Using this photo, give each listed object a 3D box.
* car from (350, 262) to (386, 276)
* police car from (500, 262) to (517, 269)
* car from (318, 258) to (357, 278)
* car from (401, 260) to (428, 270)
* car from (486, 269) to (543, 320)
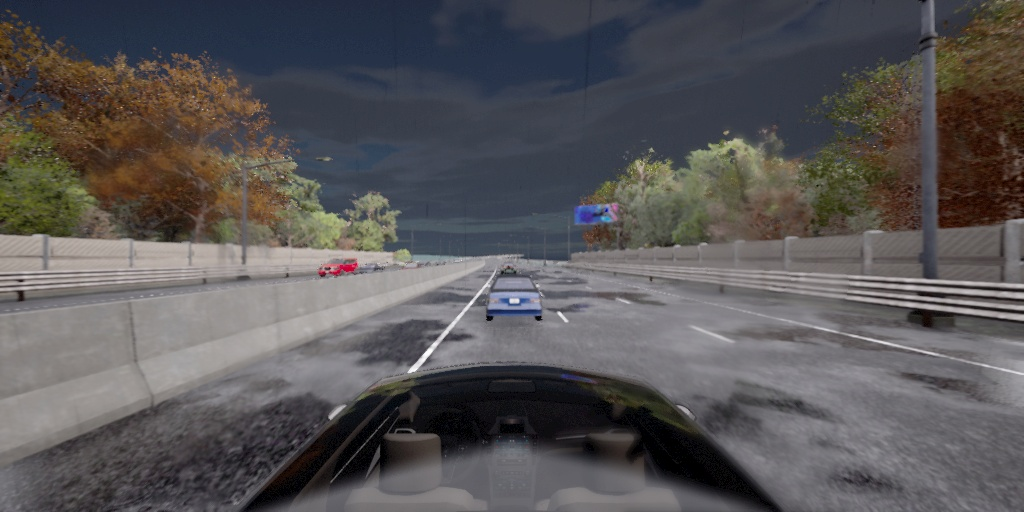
[{"bbox_3d":[-14.460,1.542,36.777,1.994,1.385,4.181,0,0,-1],"label":"car"},{"bbox_3d":[-0.406,1.518,43.229,2.038,1.542,4.974,0,-1,-1],"label":"police car"},{"bbox_3d":[-17.976,1.203,37.523,2.150,2.045,5.566,0,0,-1],"label":"car"},{"bbox_3d":[-11.018,1.522,39.793,1.812,1.442,4.674,0,0,-1],"label":"car"},{"bbox_3d":[0.055,1.370,12.955,2.033,1.411,5.357,0,0,0],"label":"car"}]
